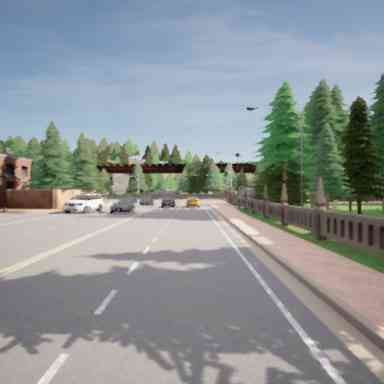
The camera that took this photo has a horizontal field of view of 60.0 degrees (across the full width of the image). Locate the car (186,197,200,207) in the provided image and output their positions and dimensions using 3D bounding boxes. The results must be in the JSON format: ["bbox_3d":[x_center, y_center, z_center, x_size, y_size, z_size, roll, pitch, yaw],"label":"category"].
[{"bbox_3d":[0.098,1.454,49.545,1.882,1.535,5.008,0,0,0],"label":"car"}]

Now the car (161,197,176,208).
[{"bbox_3d":[-3.402,1.468,48.583,2.128,1.511,4.902,0,0,0],"label":"car"}]

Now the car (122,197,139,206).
[{"bbox_3d":[-10.521,1.521,57.210,2.033,1.411,5.357,0,0,0],"label":"car"}]

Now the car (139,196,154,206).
[{"bbox_3d":[-7.066,1.482,52.292,1.837,1.490,4.892,0,0,0],"label":"car"}]

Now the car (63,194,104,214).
[{"bbox_3d":[-11.289,1.205,35.074,2.150,2.045,5.566,0,0,10],"label":"car"}]

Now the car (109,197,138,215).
[{"bbox_3d":[-7.095,1.548,34.199,1.994,1.385,4.181,0,0,0],"label":"car"}]
